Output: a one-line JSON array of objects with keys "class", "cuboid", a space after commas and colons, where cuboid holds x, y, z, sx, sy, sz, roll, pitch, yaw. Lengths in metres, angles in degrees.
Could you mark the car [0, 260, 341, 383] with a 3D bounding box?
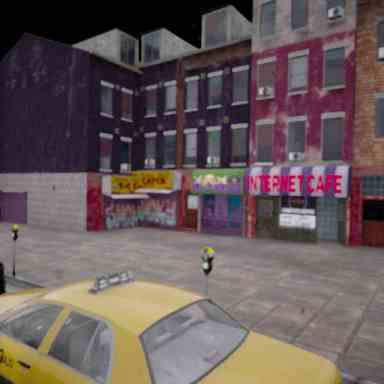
[{"class": "car", "cuboid": [-1.016, 1.512, 3.512, 4.829, 1.417, 1.752, 0, 1, 35]}]
